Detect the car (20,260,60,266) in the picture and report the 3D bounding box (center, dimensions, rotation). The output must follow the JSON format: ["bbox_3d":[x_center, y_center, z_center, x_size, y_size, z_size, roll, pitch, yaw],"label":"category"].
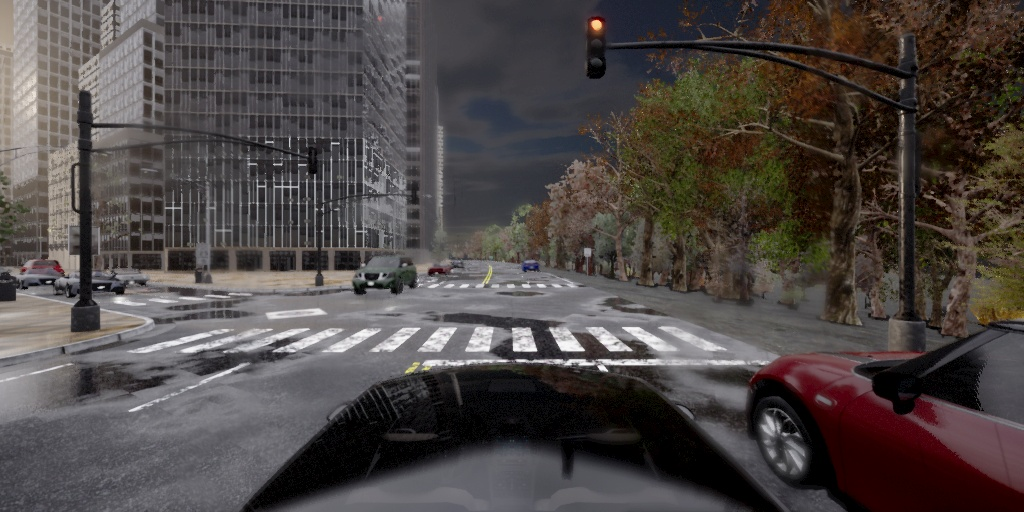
[{"bbox_3d":[-49.015,1.390,37.317,5.566,2.045,2.150,0,0,29],"label":"car"}]

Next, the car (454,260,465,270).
[{"bbox_3d":[-8.112,1.336,53.035,1.994,1.385,4.181,0,0,-3],"label":"car"}]

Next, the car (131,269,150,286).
[{"bbox_3d":[-28.920,1.586,26.474,4.718,1.301,1.895,0,0,28],"label":"car"}]

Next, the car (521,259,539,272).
[{"bbox_3d":[2.224,1.182,45.325,1.882,1.535,5.008,-5,0,-3],"label":"car"}]

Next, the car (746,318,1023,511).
[{"bbox_3d":[3.320,1.070,1.724,2.097,1.767,4.553,-1,-1,2],"label":"car"}]

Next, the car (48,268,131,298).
[{"bbox_3d":[-23.394,1.491,19.835,4.181,1.385,1.994,0,0,29],"label":"car"}]

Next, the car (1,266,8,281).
[{"bbox_3d":[-49.269,1.661,33.925,4.892,1.490,1.837,-1,-1,29],"label":"car"}]

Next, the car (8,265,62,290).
[{"bbox_3d":[-32.605,1.569,24.832,4.181,1.385,1.994,0,0,28],"label":"car"}]

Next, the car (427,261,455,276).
[{"bbox_3d":[-7.337,1.363,36.620,1.895,1.301,4.718,0,0,-2],"label":"car"}]

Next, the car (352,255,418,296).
[{"bbox_3d":[-6.836,0.982,19.970,2.150,2.045,5.566,0,0,-1],"label":"car"}]
